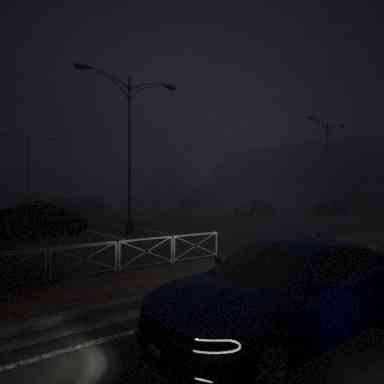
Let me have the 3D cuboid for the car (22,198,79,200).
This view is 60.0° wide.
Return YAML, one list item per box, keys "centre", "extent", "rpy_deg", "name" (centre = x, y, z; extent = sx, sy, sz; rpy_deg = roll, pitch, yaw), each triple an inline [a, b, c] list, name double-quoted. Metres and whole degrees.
- centre: [-9.328, 1.330, 18.608]
  extent: [5.027, 1.636, 2.152]
  rpy_deg: [0, 0, -38]
  name: "car"

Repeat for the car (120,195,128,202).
- centre: [-11.877, 1.227, 63.940]
  extent: [3.806, 1.475, 1.970]
  rpy_deg: [0, 0, -38]
  name: "car"

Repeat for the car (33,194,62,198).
- centre: [-16.451, 1.297, 40.648]
  extent: [4.514, 1.523, 2.007]
  rpy_deg: [0, 0, -38]
  name: "car"

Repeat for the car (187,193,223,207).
- centre: [2.132, 1.091, 46.809]
  extent: [4.605, 1.855, 1.932]
  rpy_deg: [0, 0, -38]
  name: "car"

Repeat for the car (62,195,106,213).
- centre: [-10.419, 1.318, 32.681]
  extent: [3.633, 1.501, 1.845]
  rpy_deg: [0, 0, -38]
  name: "car"

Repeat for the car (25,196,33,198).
- centre: [-23.446, 1.097, 50.979]
  extent: [4.605, 1.855, 1.932]
  rpy_deg: [0, 0, -38]
  name: "car"

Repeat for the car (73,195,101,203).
- centre: [-19.703, 1.295, 62.572]
  extent: [4.514, 1.523, 2.007]
  rpy_deg: [0, 0, -38]
  name: "car"

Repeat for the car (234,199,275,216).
- centre: [5.596, 1.379, 29.821]
  extent: [3.806, 1.475, 1.970]
  rpy_deg: [0, 0, -38]
  name: "car"

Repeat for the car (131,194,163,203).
- centre: [-7.725, 1.148, 59.036]
  extent: [5.027, 1.636, 2.152]
  rpy_deg: [0, 0, -38]
  name: "car"

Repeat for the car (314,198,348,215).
- centre: [13.302, 1.367, 31.956]
  extent: [3.633, 1.501, 1.845]
  rpy_deg: [0, 0, -38]
  name: "car"

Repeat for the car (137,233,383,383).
- centre: [1.550, 1.477, 5.228]
  extent: [5.008, 1.535, 1.882]
  rpy_deg: [0, 0, -38]
  name: "car"

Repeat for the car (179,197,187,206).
- centre: [0.040, 1.071, 48.868]
  extent: [3.866, 1.878, 1.905]
  rpy_deg: [0, 0, -38]
  name: "car"

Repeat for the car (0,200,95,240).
- centre: [-7.382, 1.339, 16.147]
  extent: [4.514, 1.523, 2.007]
  rpy_deg: [0, 0, -38]
  name: "car"
